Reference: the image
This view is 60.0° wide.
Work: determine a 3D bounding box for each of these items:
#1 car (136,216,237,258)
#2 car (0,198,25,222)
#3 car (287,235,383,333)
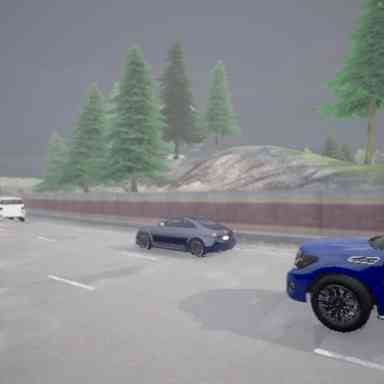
[{"bbox_3d":[-0.322,1.646,13.299,4.181,1.385,1.994,-1,0,39],"label":"car"},{"bbox_3d":[-16.032,1.502,28.508,2.150,2.045,5.566,0,0,-41],"label":"car"},{"bbox_3d":[4.379,1.221,5.150,5.566,2.045,2.150,-1,0,36],"label":"car"}]
